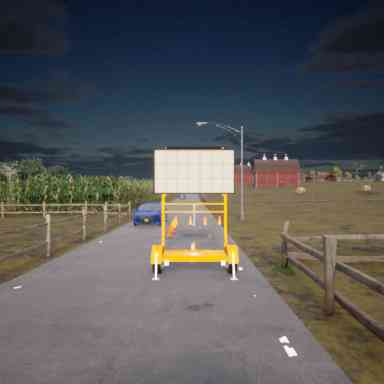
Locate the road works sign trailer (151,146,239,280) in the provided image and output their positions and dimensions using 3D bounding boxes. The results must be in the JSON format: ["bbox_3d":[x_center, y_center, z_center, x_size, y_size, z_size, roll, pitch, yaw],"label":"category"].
[{"bbox_3d":[0.068,0.458,9.893,2.380,3.560,2.880,0,0,0],"label":"road works sign trailer"}]

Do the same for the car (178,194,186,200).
[{"bbox_3d":[-2.499,1.159,85.547,2.128,1.511,4.902,0,1,0],"label":"car"}]

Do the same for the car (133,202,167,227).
[{"bbox_3d":[-2.781,1.463,22.855,1.882,1.535,5.008,0,0,0],"label":"car"}]
